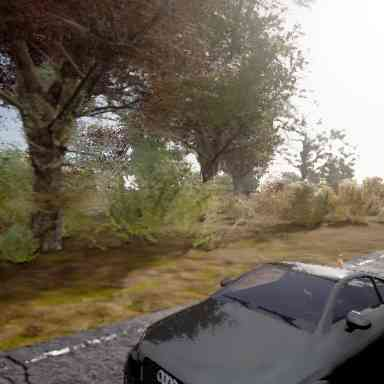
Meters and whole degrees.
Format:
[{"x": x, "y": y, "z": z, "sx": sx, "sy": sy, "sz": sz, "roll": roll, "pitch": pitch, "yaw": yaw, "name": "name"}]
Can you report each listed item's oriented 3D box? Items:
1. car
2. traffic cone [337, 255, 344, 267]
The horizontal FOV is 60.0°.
[{"x": 1.322, "y": 1.603, "z": 4.048, "sx": 4.181, "sy": 1.385, "sz": 1.994, "roll": 1, "pitch": -1, "yaw": -39, "name": "car"}, {"x": 4.146, "y": 2.051, "z": 9.302, "sx": 0.340, "sy": 0.580, "sz": 0.340, "roll": 1, "pitch": -1, "yaw": -41, "name": "traffic cone"}]
